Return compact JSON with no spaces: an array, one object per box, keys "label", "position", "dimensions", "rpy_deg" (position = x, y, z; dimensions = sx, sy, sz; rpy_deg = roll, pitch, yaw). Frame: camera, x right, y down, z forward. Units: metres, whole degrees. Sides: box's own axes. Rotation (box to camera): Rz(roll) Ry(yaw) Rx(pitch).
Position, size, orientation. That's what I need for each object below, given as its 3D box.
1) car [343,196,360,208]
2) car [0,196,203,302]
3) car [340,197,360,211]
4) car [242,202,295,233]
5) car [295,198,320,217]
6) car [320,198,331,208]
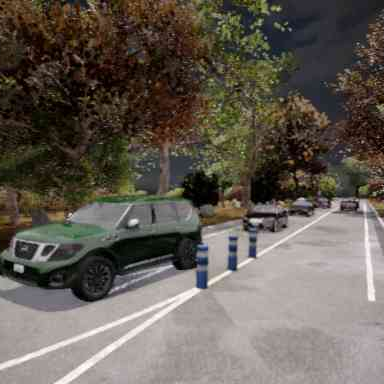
[{"label":"car","position":[24.108,1.478,50.197],"dimensions":[2.097,1.767,4.553],"rpy_deg":[2,0,27]},{"label":"car","position":[-1.785,1.139,8.624],"dimensions":[2.150,2.045,5.566],"rpy_deg":[2,0,33]},{"label":"car","position":[19.337,1.541,40.948],"dimensions":[2.128,1.511,4.902],"rpy_deg":[2,1,27]},{"label":"car","position":[4.522,1.473,20.065],"dimensions":[2.128,1.511,4.902],"rpy_deg":[2,1,27]},{"label":"car","position":[10.436,1.508,31.497],"dimensions":[2.033,1.411,5.357],"rpy_deg":[2,1,27]},{"label":"car","position":[18.338,1.592,46.653],"dimensions":[1.994,1.385,4.181],"rpy_deg":[2,0,27]}]
